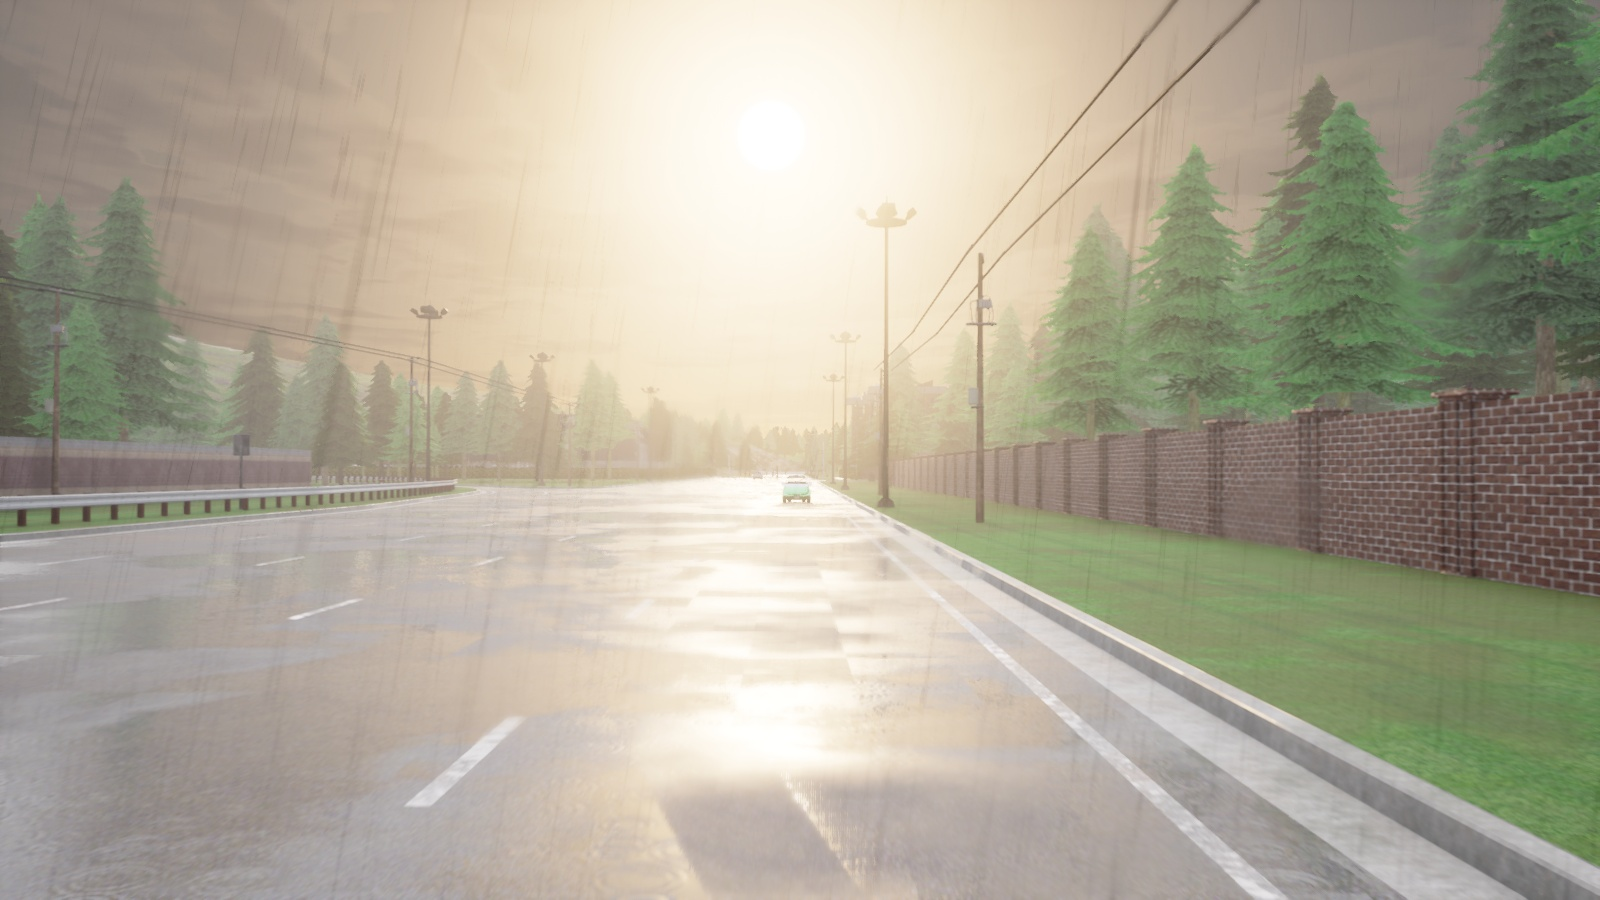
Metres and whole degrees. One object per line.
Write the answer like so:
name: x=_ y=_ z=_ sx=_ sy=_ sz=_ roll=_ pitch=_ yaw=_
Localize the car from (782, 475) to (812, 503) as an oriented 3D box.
car: x=-0.149 y=1.909 z=62.035 sx=1.481 sy=1.376 sz=2.207 roll=0 pitch=-1 yaw=0
